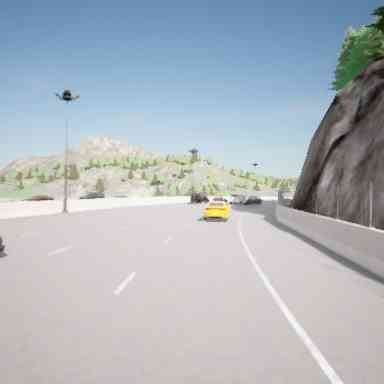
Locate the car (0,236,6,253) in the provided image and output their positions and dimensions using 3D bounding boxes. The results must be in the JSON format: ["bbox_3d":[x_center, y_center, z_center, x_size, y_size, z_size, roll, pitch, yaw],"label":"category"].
[{"bbox_3d":[-7.057,1.442,8.250,2.033,1.411,5.357,1,0,4],"label":"car"}]

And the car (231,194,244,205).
[{"bbox_3d":[8.996,1.386,64.562,2.150,2.045,5.566,0,0,23],"label":"car"}]

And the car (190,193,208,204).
[{"bbox_3d":[1.473,1.270,64.637,2.150,2.045,5.566,0,0,22],"label":"car"}]

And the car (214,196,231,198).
[{"bbox_3d":[5.372,1.600,64.634,2.128,1.511,4.902,1,0,22],"label":"car"}]

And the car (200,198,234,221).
[{"bbox_3d":[2.230,1.523,28.232,1.882,1.535,5.008,0,0,10],"label":"car"}]

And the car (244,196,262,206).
[{"bbox_3d":[11.596,1.555,61.508,2.097,1.767,4.553,1,0,22],"label":"car"}]
